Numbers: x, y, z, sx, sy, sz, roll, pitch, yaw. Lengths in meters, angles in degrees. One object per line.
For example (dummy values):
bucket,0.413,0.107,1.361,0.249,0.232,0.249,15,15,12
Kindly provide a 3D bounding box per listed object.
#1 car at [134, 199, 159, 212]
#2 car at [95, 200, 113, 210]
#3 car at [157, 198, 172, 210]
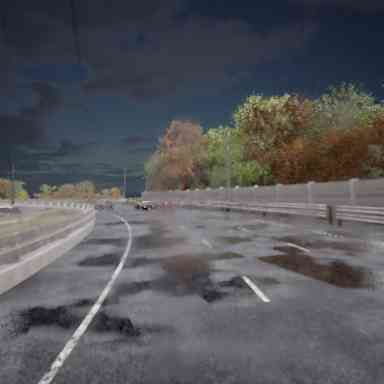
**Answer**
car,-6.606,1.991,46.044,1.895,1.301,4.718,0,0,-25
car,-13.809,2.005,52.255,2.128,1.511,4.902,0,-1,-29
car,-4.631,1.746,49.806,2.097,1.767,4.553,-1,0,-26
